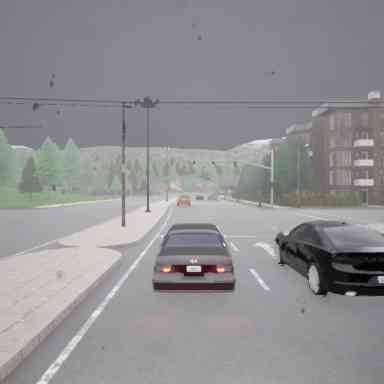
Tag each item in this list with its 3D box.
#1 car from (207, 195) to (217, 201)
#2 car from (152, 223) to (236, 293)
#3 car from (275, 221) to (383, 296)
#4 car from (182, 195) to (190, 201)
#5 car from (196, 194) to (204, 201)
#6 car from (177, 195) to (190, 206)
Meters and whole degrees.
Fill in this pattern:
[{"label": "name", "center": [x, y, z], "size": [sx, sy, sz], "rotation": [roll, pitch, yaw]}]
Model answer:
[{"label": "car", "center": [5.510, 1.539, 85.614], "size": [2.033, 1.411, 5.357], "rotation": [0, 0, 0]}, {"label": "car", "center": [0.045, 1.547, 9.000], "size": [2.033, 1.411, 5.357], "rotation": [0, 0, 0]}, {"label": "car", "center": [3.579, 1.477, 8.658], "size": [1.882, 1.535, 5.008], "rotation": [0, 0, 0]}, {"label": "car", "center": [-1.490, 1.523, 85.570], "size": [1.812, 1.442, 4.674], "rotation": [0, 0, 0]}, {"label": "car", "center": [2.010, 1.477, 85.608], "size": [1.882, 1.535, 5.008], "rotation": [0, 0, 0]}, {"label": "car", "center": [-1.338, 1.352, 54.745], "size": [2.097, 1.767, 4.553], "rotation": [0, 0, -1]}]
